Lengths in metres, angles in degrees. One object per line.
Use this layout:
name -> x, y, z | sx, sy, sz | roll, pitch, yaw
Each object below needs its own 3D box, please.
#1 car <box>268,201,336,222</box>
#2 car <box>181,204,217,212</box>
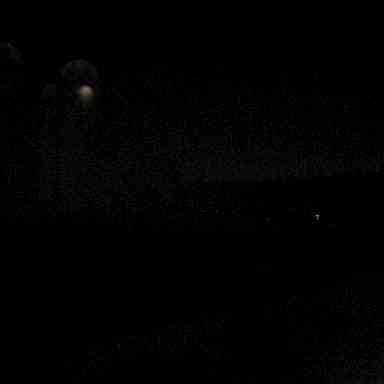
car -> 7.185, 1.531, 21.990 | 2.097, 1.767, 4.553 | 0, -1, -34
car -> 0.346, 1.844, 31.589 | 1.895, 1.301, 4.718 | 1, 0, -36
